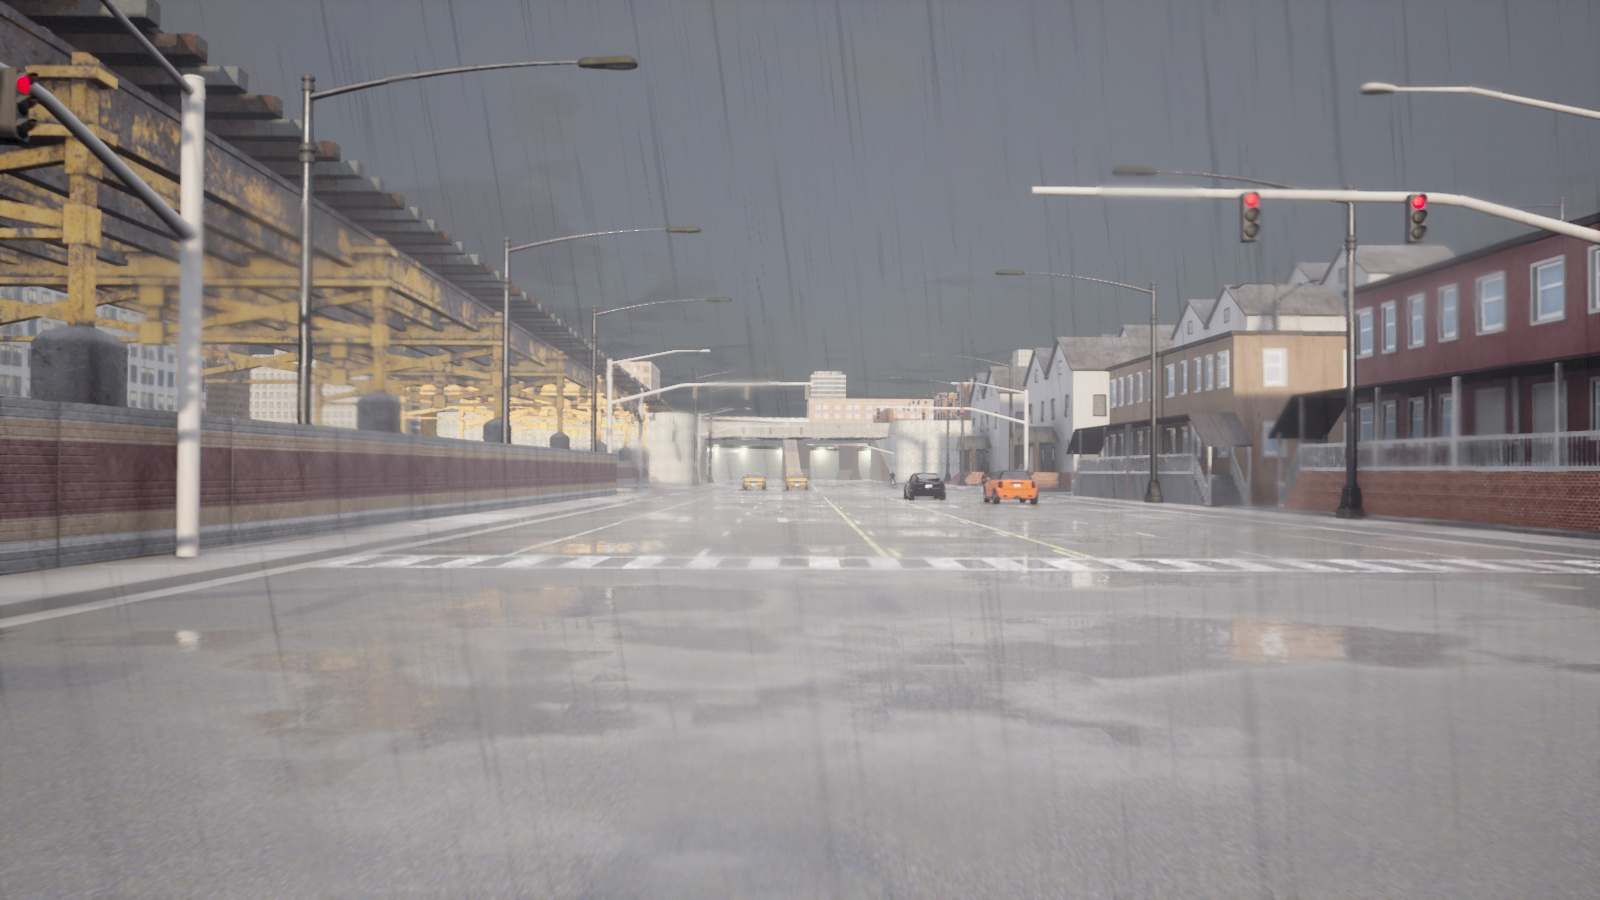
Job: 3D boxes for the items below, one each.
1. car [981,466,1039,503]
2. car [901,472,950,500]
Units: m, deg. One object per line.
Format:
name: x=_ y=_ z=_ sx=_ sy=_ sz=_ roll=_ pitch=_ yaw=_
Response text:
car: x=10.361 y=1.672 z=62.168 sx=2.097 sy=1.767 sz=4.553 roll=0 pitch=-1 yaw=0
car: x=6.846 y=1.943 z=69.060 sx=2.163 sy=1.488 sz=4.792 roll=0 pitch=-1 yaw=0
